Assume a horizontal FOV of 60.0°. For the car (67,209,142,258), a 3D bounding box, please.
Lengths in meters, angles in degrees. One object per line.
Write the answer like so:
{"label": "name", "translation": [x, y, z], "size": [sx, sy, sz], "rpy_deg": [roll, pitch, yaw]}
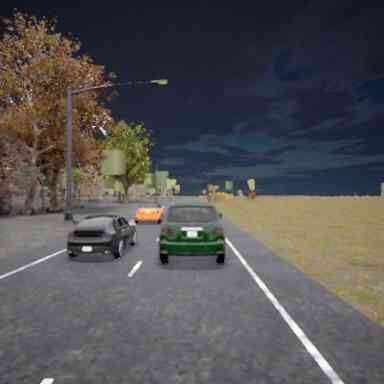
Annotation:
{"label": "car", "translation": [-3.471, 1.654, 13.490], "size": [1.837, 1.490, 4.892], "rpy_deg": [0, 0, 1]}

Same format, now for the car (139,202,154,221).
{"label": "car", "translation": [-3.466, 1.660, 28.432], "size": [2.097, 1.767, 4.553], "rpy_deg": [0, -1, 1]}

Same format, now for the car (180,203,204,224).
{"label": "car", "translation": [0.041, 1.795, 29.235], "size": [1.882, 1.535, 5.008], "rpy_deg": [0, 0, 1]}

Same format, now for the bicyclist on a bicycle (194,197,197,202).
{"label": "bicyclist on a bicycle", "translation": [0.991, 2.443, 92.378], "size": [0.866, 1.612, 1.509], "rpy_deg": [0, -1, 0]}

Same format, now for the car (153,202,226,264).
{"label": "car", "translation": [0.016, 1.363, 12.596], "size": [2.150, 2.045, 5.566], "rpy_deg": [0, 0, 0]}
